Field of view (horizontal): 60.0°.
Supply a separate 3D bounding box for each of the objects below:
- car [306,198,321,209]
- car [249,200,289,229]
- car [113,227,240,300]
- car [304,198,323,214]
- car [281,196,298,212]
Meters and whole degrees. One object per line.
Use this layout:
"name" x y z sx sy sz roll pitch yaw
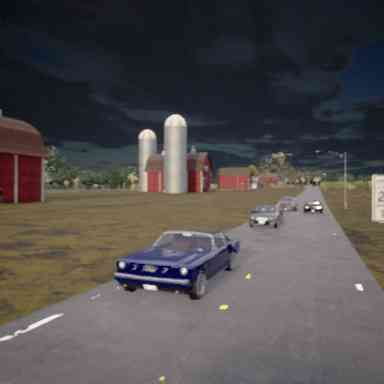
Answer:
"car" 16.534 1.494 45.179 1.895 1.301 4.718 0 1 21
"car" 5.223 1.608 23.111 2.128 1.511 4.902 0 0 21
"car" -0.094 1.688 8.941 1.895 1.301 4.718 0 0 21
"car" 13.086 1.595 35.821 1.895 1.301 4.718 0 1 21
"car" 11.028 1.310 38.398 2.097 1.767 4.553 0 1 21
